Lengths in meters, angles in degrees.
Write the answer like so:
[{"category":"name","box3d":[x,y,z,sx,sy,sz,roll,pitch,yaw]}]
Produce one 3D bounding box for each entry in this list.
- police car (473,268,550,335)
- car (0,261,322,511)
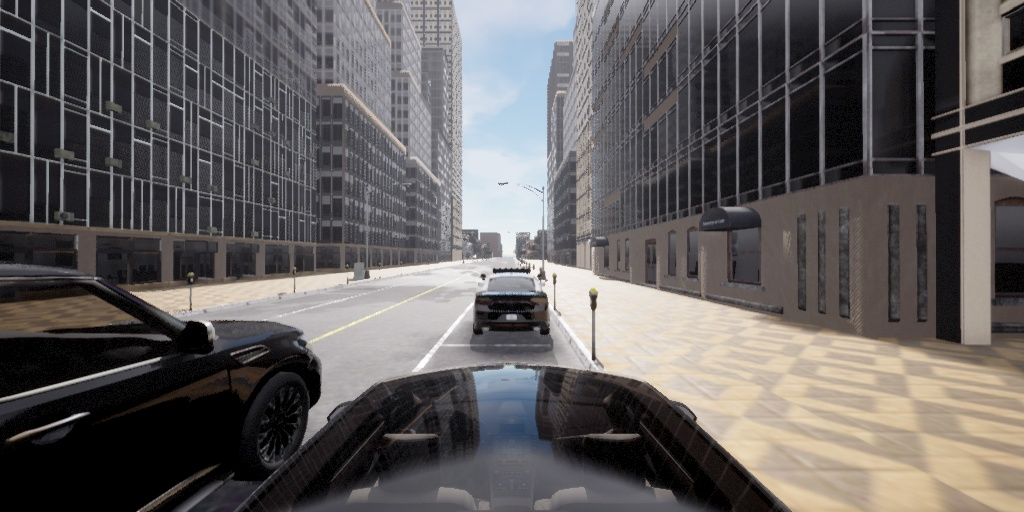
[{"category":"police car","box3d":[-0.012,1.164,10.609,1.930,1.638,5.238,0,0,0]},{"category":"car","box3d":[-3.145,0.980,1.530,2.150,2.045,5.566,0,0,0]}]
